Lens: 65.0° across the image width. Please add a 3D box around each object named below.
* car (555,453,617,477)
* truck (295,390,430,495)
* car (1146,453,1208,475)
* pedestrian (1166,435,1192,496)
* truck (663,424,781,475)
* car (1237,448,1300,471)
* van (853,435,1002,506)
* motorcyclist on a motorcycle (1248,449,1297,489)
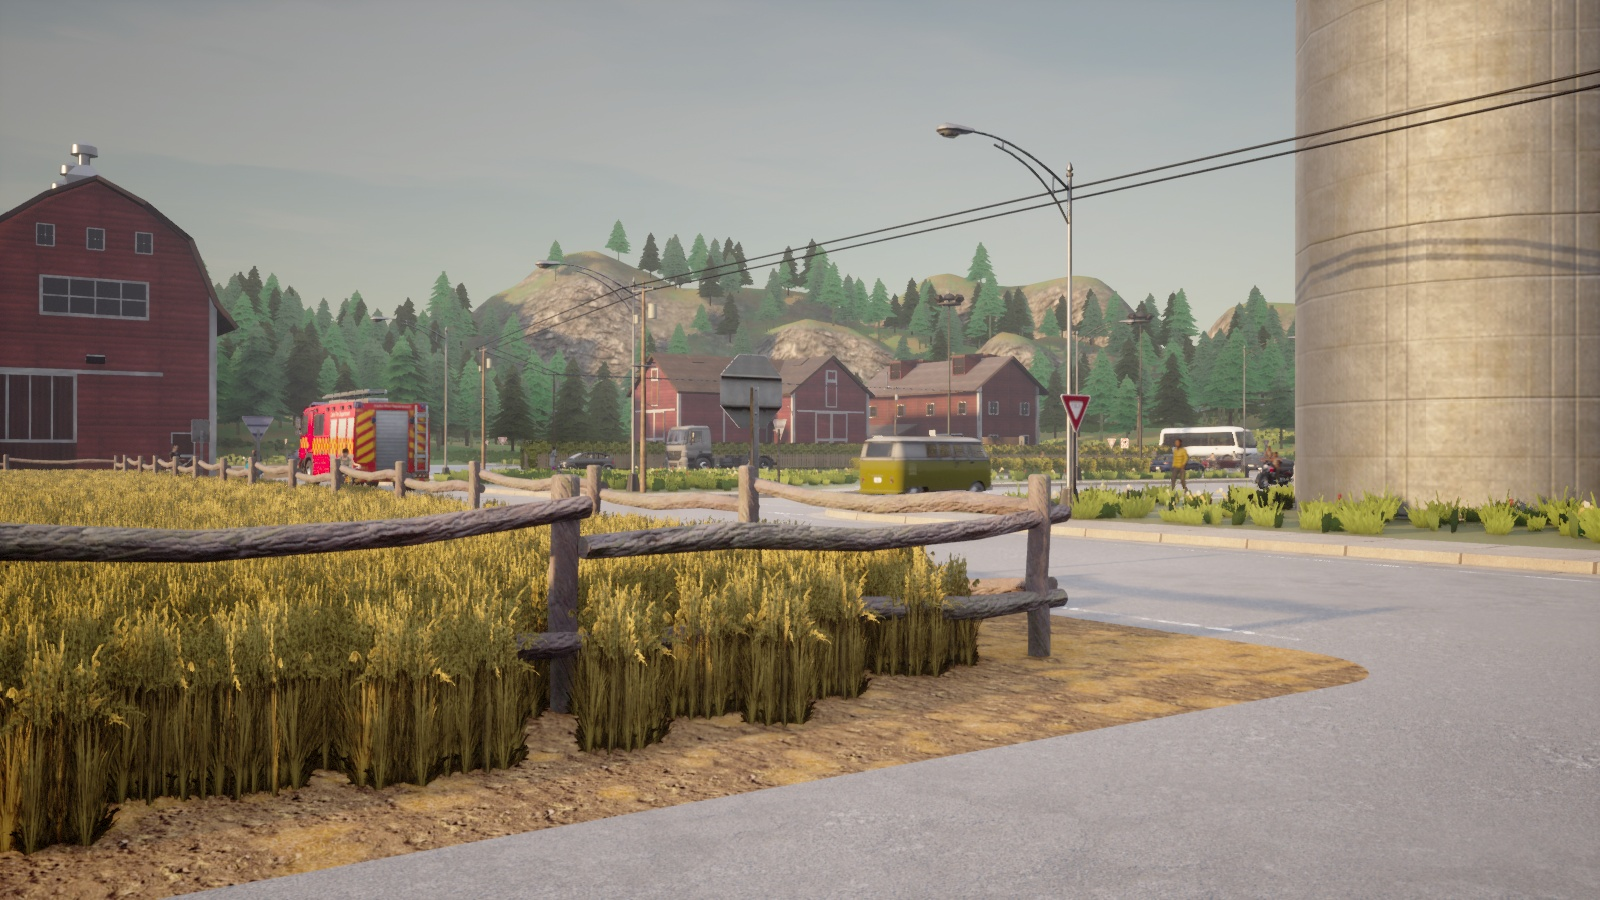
[{"bbox_3d":[-14.113,0.955,82.858,3.705,1.549,1.789,0,0,-27],"label":"car"},{"bbox_3d":[-17.578,-0.260,50.033,2.891,3.827,8.468,0,0,-35],"label":"truck"},{"bbox_3d":[25.540,0.912,84.936,4.193,1.474,1.816,0,0,-35],"label":"car"},{"bbox_3d":[11.583,0.469,38.385,0.709,1.840,0.431,0,0,-41],"label":"pedestrian"},{"bbox_3d":[-5.469,-0.008,88.552,7.936,3.462,2.891,0,0,-35],"label":"truck"},{"bbox_3d":[34.118,0.675,91.359,5.027,1.651,2.152,0,0,-42],"label":"car"},{"bbox_3d":[3.827,0.581,37.263,4.442,1.987,1.775,0,0,-40],"label":"van"},{"bbox_3d":[20.074,0.783,53.353,2.350,1.649,0.766,0,0,-36],"label":"motorcyclist on a motorcycle"}]
